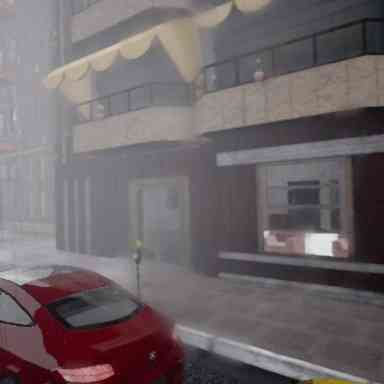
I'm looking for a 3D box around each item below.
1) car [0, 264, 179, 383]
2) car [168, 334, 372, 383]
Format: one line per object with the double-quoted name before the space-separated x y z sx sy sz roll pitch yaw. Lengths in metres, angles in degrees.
"car" -2.014 1.592 4.181 4.206 1.307 1.802 0 -2 36
"car" 2.350 1.522 1.071 4.829 1.417 1.752 0 -2 36
